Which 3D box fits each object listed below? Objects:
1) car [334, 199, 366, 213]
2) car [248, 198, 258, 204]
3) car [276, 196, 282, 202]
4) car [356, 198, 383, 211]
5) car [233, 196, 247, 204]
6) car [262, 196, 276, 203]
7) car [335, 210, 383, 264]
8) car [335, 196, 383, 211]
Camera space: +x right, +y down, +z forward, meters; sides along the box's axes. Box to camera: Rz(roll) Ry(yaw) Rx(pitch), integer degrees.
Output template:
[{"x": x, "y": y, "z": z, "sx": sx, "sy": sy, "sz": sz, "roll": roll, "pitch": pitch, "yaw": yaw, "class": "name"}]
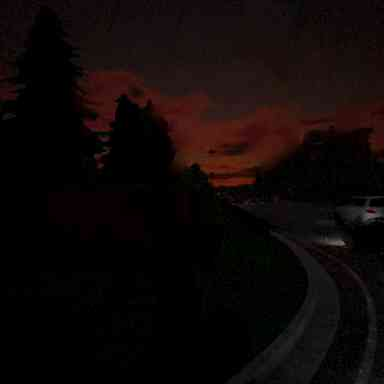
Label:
[{"x": 19.130, "y": 1.608, "z": 40.595, "sx": 1.837, "sy": 1.490, "sz": 4.892, "roll": -1, "pitch": 0, "yaw": 4, "class": "car"}, {"x": 14.302, "y": 2.040, "z": 77.965, "sx": 1.895, "sy": 1.301, "sz": 4.718, "roll": -1, "pitch": 0, "yaw": 3, "class": "car"}, {"x": 21.733, "y": 1.896, "z": 85.391, "sx": 1.882, "sy": 1.535, "sz": 5.008, "roll": -1, "pitch": 0, "yaw": 3, "class": "car"}, {"x": 22.728, "y": 1.549, "z": 42.044, "sx": 1.882, "sy": 1.535, "sz": 5.008, "roll": -1, "pitch": 0, "yaw": 4, "class": "car"}, {"x": 10.575, "y": 1.982, "z": 74.096, "sx": 1.812, "sy": 1.442, "sz": 4.674, "roll": -1, "pitch": 0, "yaw": 3, "class": "car"}, {"x": 17.836, "y": 1.961, "z": 78.484, "sx": 1.994, "sy": 1.385, "sz": 4.181, "roll": -1, "pitch": 0, "yaw": 3, "class": "car"}, {"x": 6.955, "y": 1.562, "z": 11.517, "sx": 2.033, "sy": 1.411, "sz": 5.357, "roll": -1, "pitch": 0, "yaw": 6, "class": "car"}, {"x": 10.875, "y": 1.265, "z": 20.815, "sx": 2.150, "sy": 2.045, "sz": 5.566, "roll": -1, "pitch": 0, "yaw": 4, "class": "car"}]
